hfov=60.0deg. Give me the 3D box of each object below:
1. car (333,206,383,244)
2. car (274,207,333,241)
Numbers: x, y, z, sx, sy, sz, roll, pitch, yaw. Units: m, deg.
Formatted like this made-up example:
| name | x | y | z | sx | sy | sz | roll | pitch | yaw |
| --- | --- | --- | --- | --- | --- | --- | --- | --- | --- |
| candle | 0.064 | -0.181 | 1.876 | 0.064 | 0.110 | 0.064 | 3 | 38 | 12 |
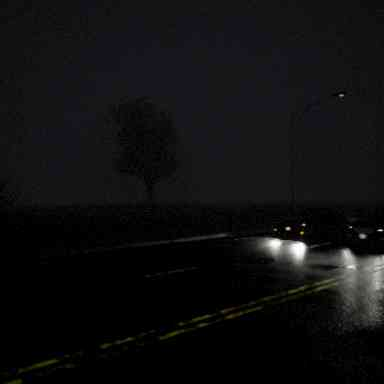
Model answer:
| name | x | y | z | sx | sy | sz | roll | pitch | yaw |
| --- | --- | --- | --- | --- | --- | --- | --- | --- | --- |
| car | 8.314 | 1.355 | 13.869 | 4.902 | 1.511 | 2.128 | -1 | 0 | -37 |
| car | 5.904 | 1.435 | 16.127 | 4.181 | 1.385 | 1.994 | -1 | 0 | -37 |
